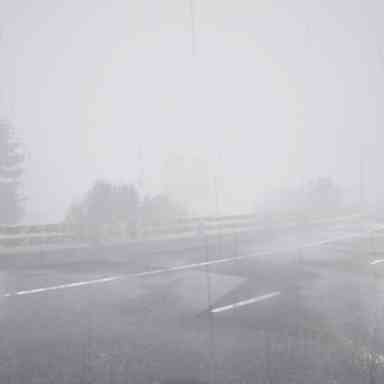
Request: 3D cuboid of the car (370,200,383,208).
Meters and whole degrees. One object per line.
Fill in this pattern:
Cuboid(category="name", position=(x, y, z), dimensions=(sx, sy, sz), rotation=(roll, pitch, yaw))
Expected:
Cuboid(category="car", position=(37.367, 2.394, 66.958), dimensions=(2.128, 1.511, 4.902), rotation=(0, -1, 14))
